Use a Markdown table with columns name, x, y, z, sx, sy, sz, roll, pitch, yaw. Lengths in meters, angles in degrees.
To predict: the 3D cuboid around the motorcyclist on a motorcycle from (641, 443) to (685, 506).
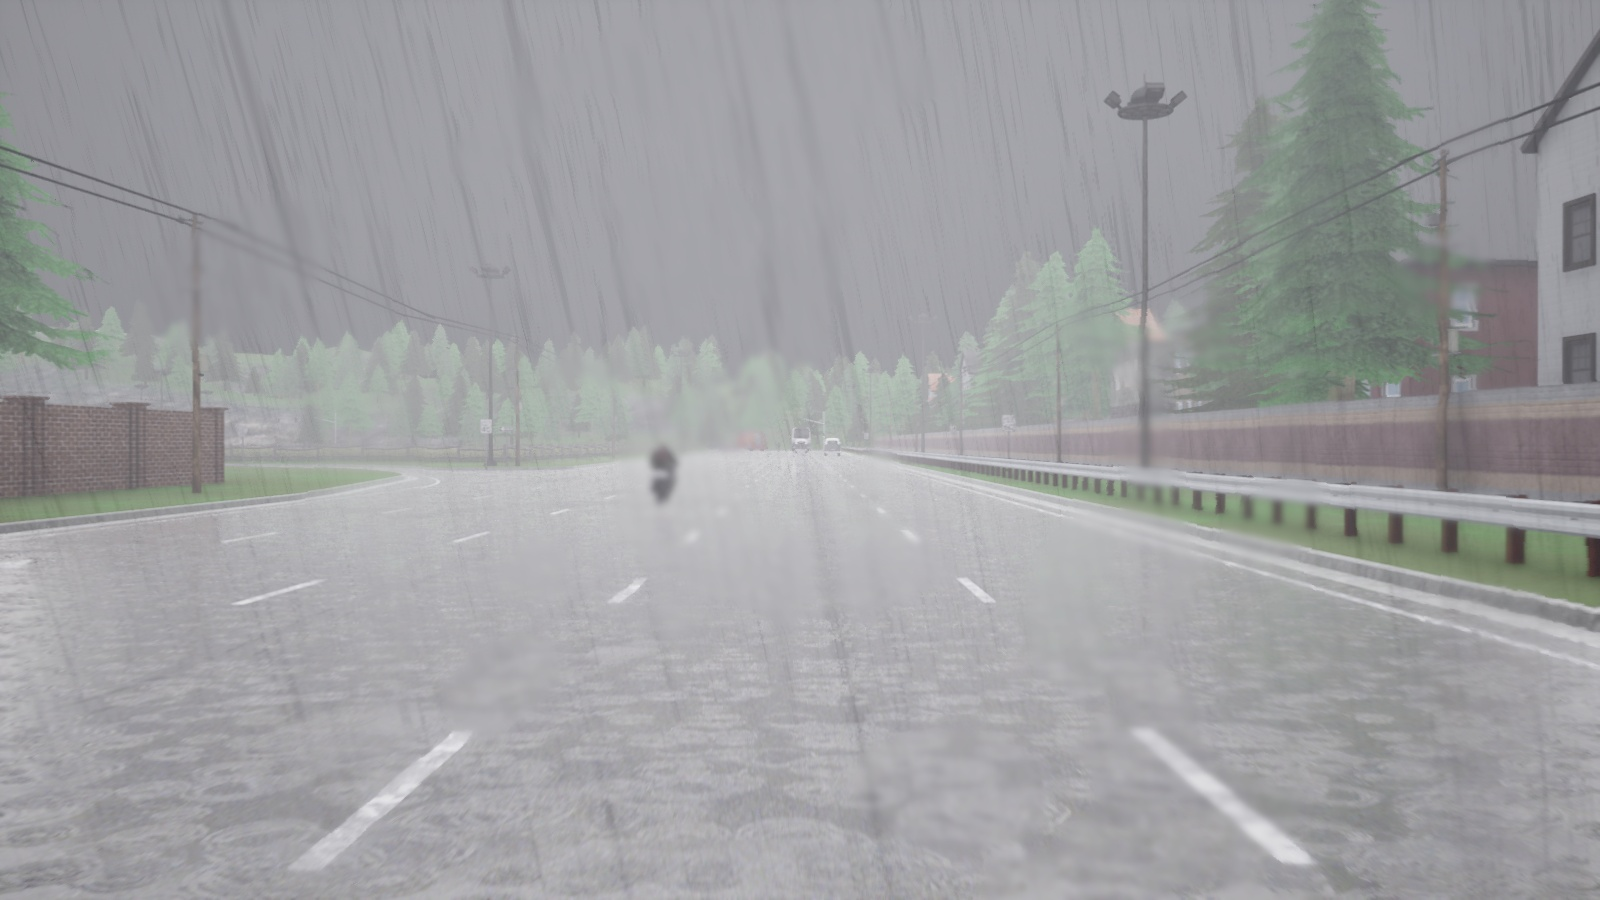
| name | x | y | z | sx | sy | sz | roll | pitch | yaw |
| --- | --- | --- | --- | --- | --- | --- | --- | --- | --- |
| motorcyclist on a motorcycle | -3.445 | 0.600 | 31.736 | 0.866 | 1.530 | 2.191 | 0 | 0 | 0 |
